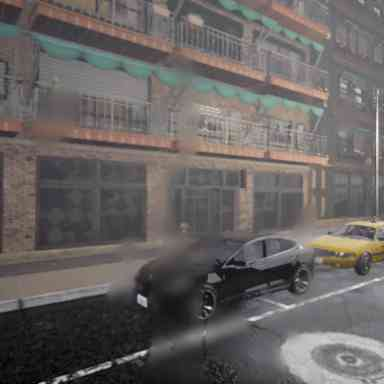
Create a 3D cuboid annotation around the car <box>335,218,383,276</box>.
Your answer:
[{"bbox_3d":[5.370,1.512,10.382,4.829,1.417,1.752,0,1,-36],"label":"car"}]

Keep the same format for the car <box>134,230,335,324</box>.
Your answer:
[{"bbox_3d":[0.894,1.560,7.186,4.313,1.339,1.947,0,1,-36],"label":"car"}]
